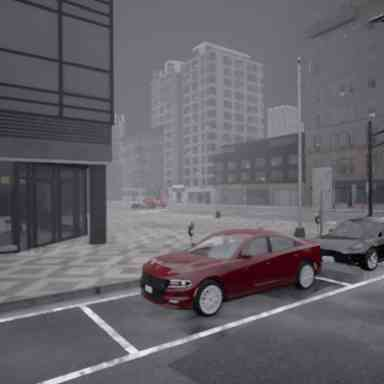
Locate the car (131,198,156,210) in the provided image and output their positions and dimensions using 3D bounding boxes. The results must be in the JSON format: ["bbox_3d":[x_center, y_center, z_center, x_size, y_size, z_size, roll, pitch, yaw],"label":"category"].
[{"bbox_3d":[-7.849,2.011,51.665,1.812,1.442,4.674,-1,-1,-35],"label":"car"}]

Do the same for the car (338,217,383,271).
[{"bbox_3d":[5.635,1.513,10.669,4.313,1.339,1.947,0,0,-35],"label":"car"}]

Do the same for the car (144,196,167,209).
[{"bbox_3d":[-6.277,1.698,55.099,2.150,2.045,5.566,-1,-1,-35],"label":"car"}]

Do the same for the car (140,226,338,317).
[{"bbox_3d":[1.039,1.520,7.393,4.507,1.381,1.887,0,0,-35],"label":"car"}]
